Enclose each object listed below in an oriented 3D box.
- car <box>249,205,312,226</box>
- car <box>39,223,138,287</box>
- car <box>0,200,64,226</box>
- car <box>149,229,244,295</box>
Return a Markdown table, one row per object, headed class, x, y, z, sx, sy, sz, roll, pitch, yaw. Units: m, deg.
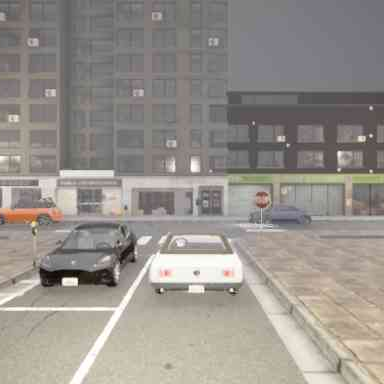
| class | x | y | z | sx | sy | sz | roll | pitch | yaw |
| --- | --- | --- | --- | --- | --- | --- | --- | --- | --- |
| car | 6.030 | 1.578 | 22.937 | 4.181 | 1.385 | 1.994 | 0 | 0 | 0 |
| car | -2.644 | 1.581 | 9.388 | 1.947 | 1.339 | 4.313 | 0 | 0 | 0 |
| car | -11.381 | 1.407 | 22.937 | 4.553 | 1.767 | 2.097 | 0 | 0 | 0 |
| car | 0.116 | 1.615 | 8.731 | 1.895 | 1.301 | 4.718 | 0 | 0 | 1 |
